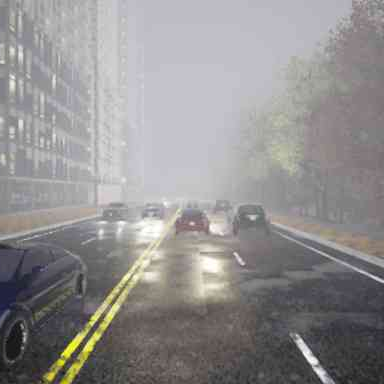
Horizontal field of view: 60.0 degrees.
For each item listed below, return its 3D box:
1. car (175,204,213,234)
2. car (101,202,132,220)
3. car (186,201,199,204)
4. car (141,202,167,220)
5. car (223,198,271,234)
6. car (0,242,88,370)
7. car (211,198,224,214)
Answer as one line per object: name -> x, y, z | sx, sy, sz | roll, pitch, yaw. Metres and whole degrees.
car -> 0.029, 1.647, 19.756 | 1.994, 1.385, 4.181 | 0, 0, 1
car -> -6.548, 1.623, 29.241 | 1.837, 1.490, 4.892 | 0, -1, 1
car -> 0.063, 1.691, 36.601 | 2.033, 1.411, 5.357 | 0, 0, 0
car -> -3.298, 1.609, 29.257 | 2.128, 1.511, 4.902 | 0, 0, 0
car -> 3.284, 1.434, 20.008 | 2.097, 1.767, 4.553 | 0, 0, 1
car -> -3.258, 1.588, 5.581 | 1.994, 1.385, 4.181 | 0, 0, 0
car -> 3.307, 1.498, 37.729 | 2.097, 1.767, 4.553 | 0, 0, 0
